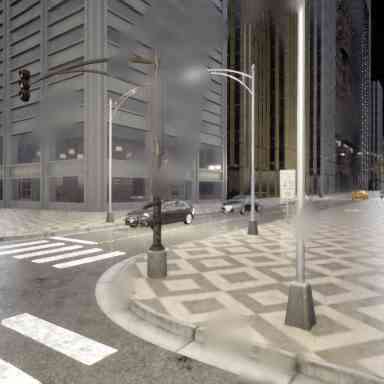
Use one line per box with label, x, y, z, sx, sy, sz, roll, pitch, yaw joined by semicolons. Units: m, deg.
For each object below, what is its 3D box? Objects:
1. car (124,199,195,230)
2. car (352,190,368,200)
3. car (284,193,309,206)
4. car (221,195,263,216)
car;-1.716;1.220;19.116;1.837;1.490;4.892;0;1;35
car;27.860;0.469;55.071;1.882;1.535;5.008;0;1;36
car;12.230;0.848;38.628;1.812;1.442;4.674;0;1;36
car;4.165;1.036;27.362;2.128;1.511;4.902;0;1;35
